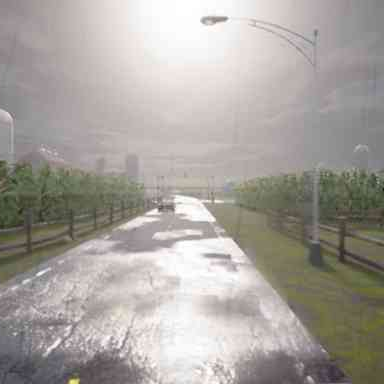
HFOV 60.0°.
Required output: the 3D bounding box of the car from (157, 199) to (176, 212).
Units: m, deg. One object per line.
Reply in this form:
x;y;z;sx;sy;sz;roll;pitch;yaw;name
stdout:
-2.856;1.522;37.664;1.895;1.301;4.718;0;0;0;car
